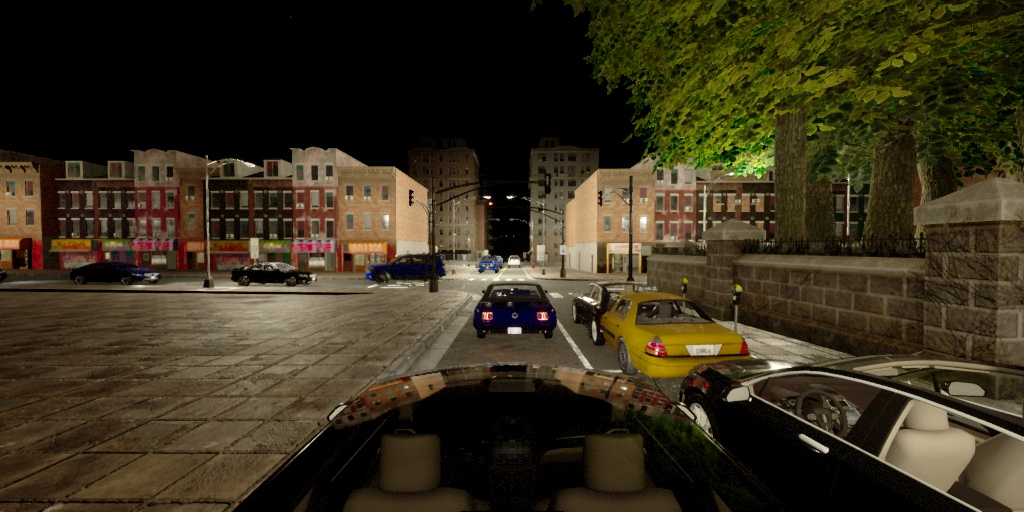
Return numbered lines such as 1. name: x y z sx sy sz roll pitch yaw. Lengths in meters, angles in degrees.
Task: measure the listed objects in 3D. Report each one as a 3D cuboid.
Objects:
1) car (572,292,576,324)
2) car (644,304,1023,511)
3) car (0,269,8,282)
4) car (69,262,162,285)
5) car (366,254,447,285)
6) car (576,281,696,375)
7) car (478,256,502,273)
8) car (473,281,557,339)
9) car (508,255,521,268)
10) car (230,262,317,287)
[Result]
1. car: 2.662 1.298 9.281 2.007 1.370 4.403 0 0 0
2. car: 2.637 1.300 2.146 2.007 1.370 4.403 0 0 0
3. car: -35.273 0.968 22.805 4.674 1.442 1.812 1 1 1
4. car: -25.130 1.082 22.772 4.674 1.442 1.812 1 1 0
5. car: -7.463 0.894 25.716 5.566 2.045 2.150 0 3 -23
6. car: 2.687 1.273 7.307 1.751 1.417 4.829 0 0 0
7. car: -2.698 0.985 42.904 2.150 2.045 5.566 0 0 1
8. car: 0.076 1.348 10.086 1.895 1.301 4.718 0 0 0
9. car: 0.409 1.006 63.754 2.150 2.045 5.566 0 0 0
10. car: -15.025 1.159 22.748 4.902 1.511 2.128 1 1 0
